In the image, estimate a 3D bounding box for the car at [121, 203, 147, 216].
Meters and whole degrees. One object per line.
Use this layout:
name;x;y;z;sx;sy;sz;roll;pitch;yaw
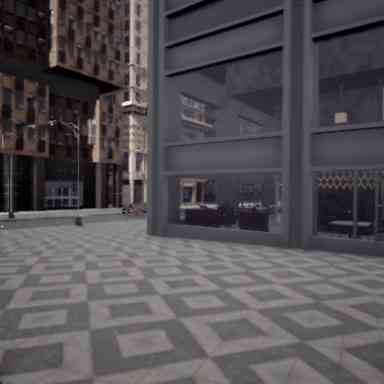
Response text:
car;-5.909;1.876;37.053;1.994;1.385;4.181;1;0;35
